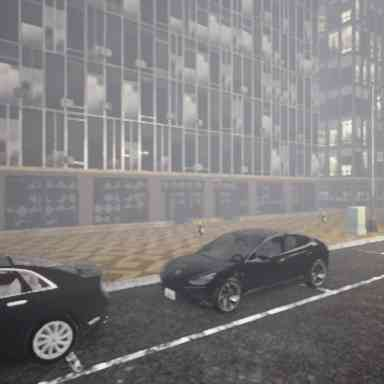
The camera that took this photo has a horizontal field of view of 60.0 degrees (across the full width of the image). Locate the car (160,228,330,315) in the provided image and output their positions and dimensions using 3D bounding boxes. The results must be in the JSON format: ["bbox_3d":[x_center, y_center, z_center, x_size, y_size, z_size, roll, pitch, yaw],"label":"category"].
[{"bbox_3d":[1.363,1.533,7.528,4.313,1.339,1.947,0,0,-35],"label":"car"}]

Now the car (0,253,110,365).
[{"bbox_3d":[-3.272,1.553,4.222,4.403,1.369,2.008,0,0,-35],"label":"car"}]
